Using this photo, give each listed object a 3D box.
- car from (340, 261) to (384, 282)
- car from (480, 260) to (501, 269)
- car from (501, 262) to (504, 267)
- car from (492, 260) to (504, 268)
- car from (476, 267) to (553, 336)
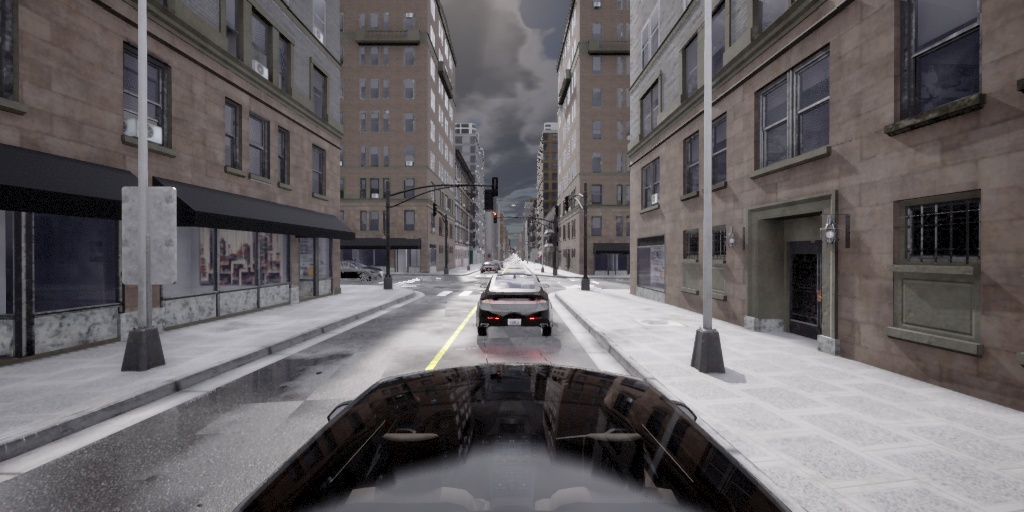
[{"bbox_3d":[-11.953,1.111,26.250,4.902,1.511,2.128,1,0,0],"label":"car"},{"bbox_3d":[-2.719,1.372,44.002,1.994,1.385,4.181,0,0,1],"label":"car"},{"bbox_3d":[-2.625,1.334,53.955,1.837,1.490,4.892,0,0,0],"label":"car"},{"bbox_3d":[-2.501,1.451,64.072,1.895,1.301,4.718,0,0,1],"label":"car"},{"bbox_3d":[0.074,1.243,10.348,2.128,1.511,4.902,0,0,1],"label":"car"}]
